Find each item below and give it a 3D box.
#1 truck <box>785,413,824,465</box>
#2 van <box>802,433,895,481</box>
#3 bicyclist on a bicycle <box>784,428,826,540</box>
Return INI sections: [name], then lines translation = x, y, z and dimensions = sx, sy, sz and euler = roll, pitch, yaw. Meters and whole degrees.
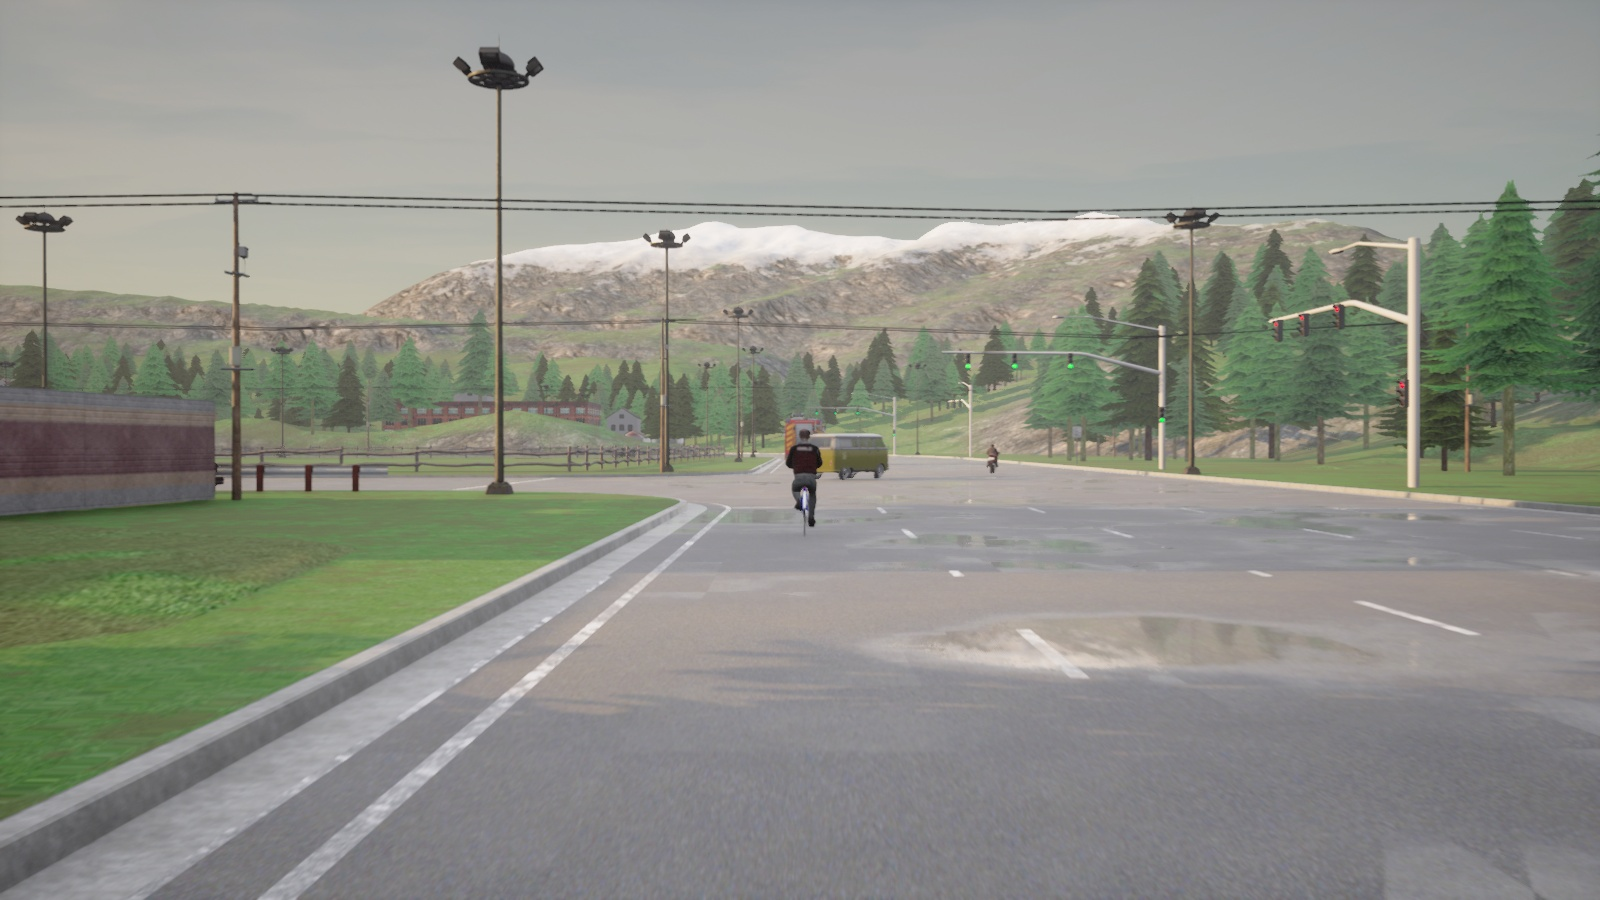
[truck]
translation = 0.331, -0.823, 95.967
dimensions = 2.891, 3.827, 8.468
euler = 0, 0, 0
[van]
translation = 2.148, 0.272, 54.319
dimensions = 1.775, 1.987, 4.442
euler = 0, 0, 38
[bicyclist on a bicycle]
translation = 0.082, 0.530, 20.714
dimensions = 0.659, 1.776, 1.843
euler = 0, 0, 0
